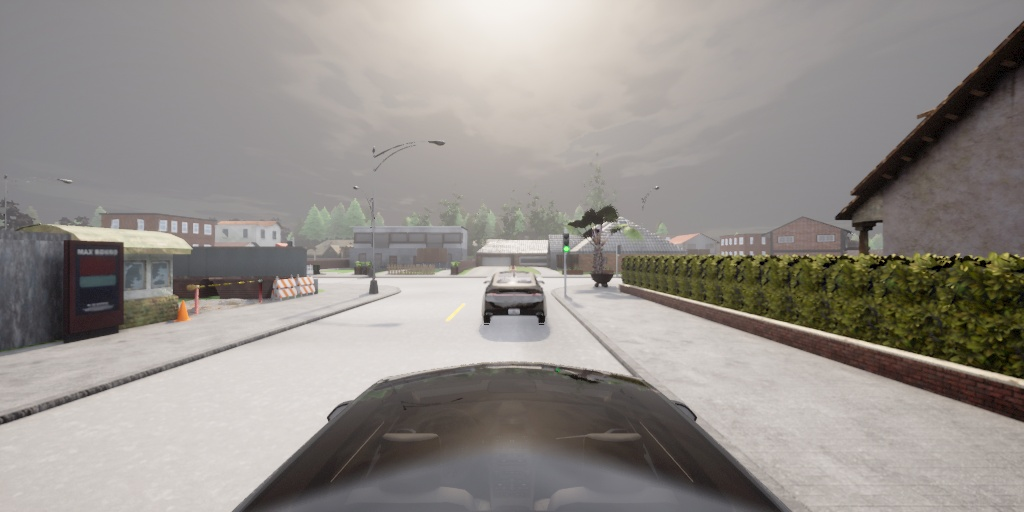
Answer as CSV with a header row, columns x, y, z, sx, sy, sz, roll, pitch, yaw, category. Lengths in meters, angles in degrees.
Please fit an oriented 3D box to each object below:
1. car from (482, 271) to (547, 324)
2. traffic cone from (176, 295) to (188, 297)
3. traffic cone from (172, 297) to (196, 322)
x,y,z,sx,sy,sz,roll,pitch,yaw,category
0.074,1.251,11.886,2.128,1.511,4.902,0,0,0,car
-10.385,1.577,11.051,0.344,0.586,0.344,0,0,0,traffic cone
-9.666,1.605,10.530,0.344,0.586,0.344,0,0,0,traffic cone
